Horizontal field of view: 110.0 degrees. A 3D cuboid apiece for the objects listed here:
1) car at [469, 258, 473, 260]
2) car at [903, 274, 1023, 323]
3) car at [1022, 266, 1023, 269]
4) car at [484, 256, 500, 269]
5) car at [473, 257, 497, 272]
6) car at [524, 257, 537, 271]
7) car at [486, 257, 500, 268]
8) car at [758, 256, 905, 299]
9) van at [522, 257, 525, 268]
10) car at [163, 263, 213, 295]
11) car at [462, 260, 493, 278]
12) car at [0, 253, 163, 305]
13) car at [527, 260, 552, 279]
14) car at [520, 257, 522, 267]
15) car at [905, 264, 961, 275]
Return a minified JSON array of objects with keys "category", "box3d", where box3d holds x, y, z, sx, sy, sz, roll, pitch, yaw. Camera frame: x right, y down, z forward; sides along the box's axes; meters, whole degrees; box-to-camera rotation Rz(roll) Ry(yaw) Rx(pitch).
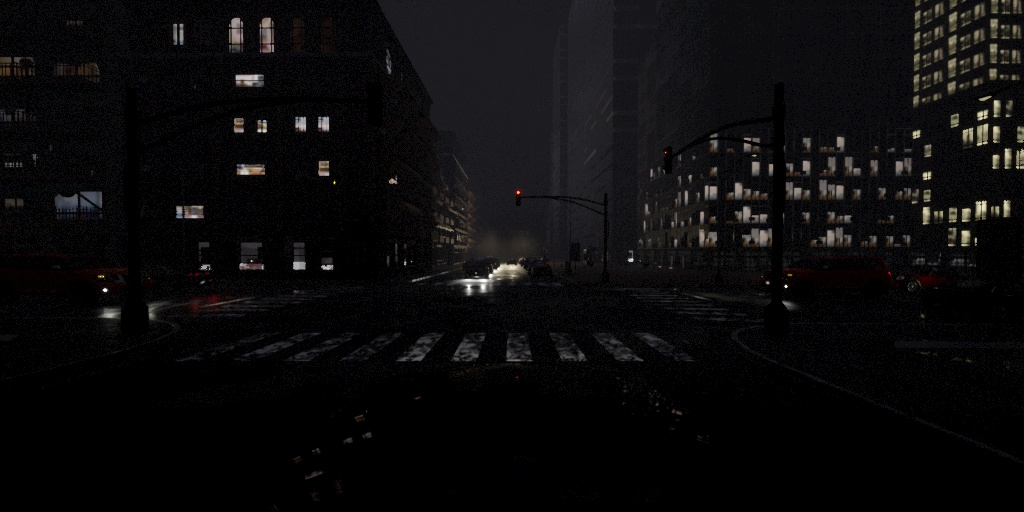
[{"category":"car","box3d":[-5.729,1.270,49.375,1.948,1.339,4.313,0,0,0]},{"category":"car","box3d":[16.706,1.445,12.181,4.403,1.370,2.007,0,0,1]},{"category":"car","box3d":[26.755,1.201,17.954,4.553,1.767,2.097,0,1,1]},{"category":"car","box3d":[-3.123,1.054,50.791,2.097,1.767,4.553,0,0,0]},{"category":"car","box3d":[-3.129,1.220,41.554,1.837,1.490,4.892,0,0,0]},{"category":"car","box3d":[2.628,1.159,38.123,1.967,1.591,4.097,0,0,0]},{"category":"car","box3d":[-3.107,1.037,60.698,2.097,1.767,4.553,0,0,0]},{"category":"car","box3d":[15.701,1.020,18.099,5.566,2.045,2.150,0,1,1]},{"category":"van","box3d":[2.619,1.045,49.415,1.690,1.789,3.998,0,0,0]},{"category":"car","box3d":[-18.386,1.133,18.544,4.902,1.511,2.128,0,1,1]},{"category":"car","box3d":[-3.115,1.290,32.816,1.994,1.385,4.181,0,0,0]},{"category":"car","box3d":[-18.851,0.911,15.342,5.566,2.045,2.150,0,1,1]},{"category":"car","box3d":[2.632,1.272,32.477,1.888,1.381,4.507,0,0,0]},{"category":"car","box3d":[2.614,1.240,55.061,1.888,1.381,4.507,0,0,0]},{"category":"car","box3d":[23.358,1.230,20.734,4.097,1.591,1.967,0,0,1]}]
